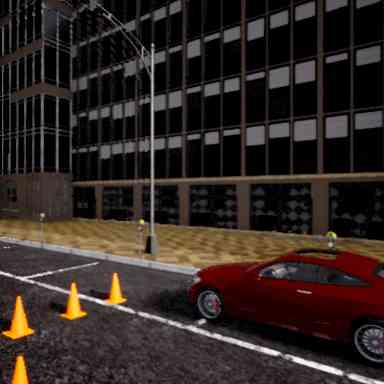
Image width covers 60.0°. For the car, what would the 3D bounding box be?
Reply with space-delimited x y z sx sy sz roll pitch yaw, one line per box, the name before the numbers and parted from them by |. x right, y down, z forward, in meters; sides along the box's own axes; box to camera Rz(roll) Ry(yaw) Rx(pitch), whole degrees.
car | 1.897 1.621 5.642 4.206 1.307 1.802 0 0 36

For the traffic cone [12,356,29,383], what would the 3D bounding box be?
traffic cone | -1.751 1.972 3.383 0.340 0.580 0.340 0 0 36

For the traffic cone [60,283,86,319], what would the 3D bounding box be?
traffic cone | -2.201 1.987 6.176 0.340 0.580 0.340 0 0 36

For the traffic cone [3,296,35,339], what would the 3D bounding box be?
traffic cone | -2.787 1.981 5.365 0.340 0.580 0.340 0 0 36

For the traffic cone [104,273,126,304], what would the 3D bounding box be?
traffic cone | -1.616 1.993 6.986 0.340 0.580 0.340 0 0 36
